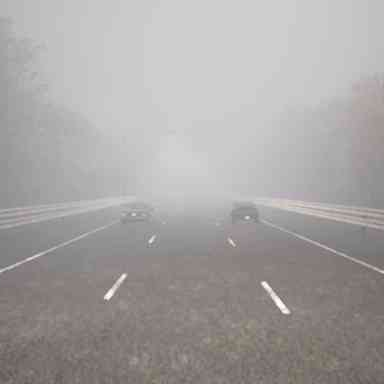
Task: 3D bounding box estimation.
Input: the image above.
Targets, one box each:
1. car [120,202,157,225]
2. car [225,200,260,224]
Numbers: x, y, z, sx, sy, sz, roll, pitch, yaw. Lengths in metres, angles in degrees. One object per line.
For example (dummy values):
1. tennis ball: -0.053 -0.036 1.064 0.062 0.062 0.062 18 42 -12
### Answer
1. car: -3.519 1.406 22.458 2.033 1.411 5.357 0 0 -1
2. car: 3.471 1.357 23.393 1.837 1.490 4.892 0 0 -1
